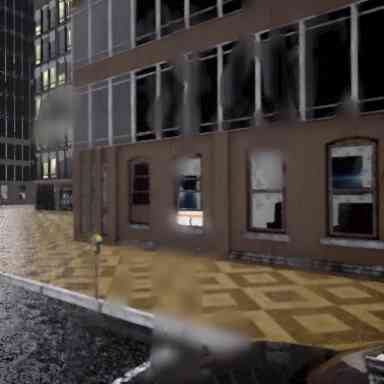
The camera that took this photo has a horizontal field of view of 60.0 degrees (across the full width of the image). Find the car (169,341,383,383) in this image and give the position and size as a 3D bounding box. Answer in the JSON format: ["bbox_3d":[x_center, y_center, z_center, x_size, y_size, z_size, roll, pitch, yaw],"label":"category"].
[{"bbox_3d":[1.682,1.548,1.675,4.403,1.369,2.008,0,0,36],"label":"car"}]
